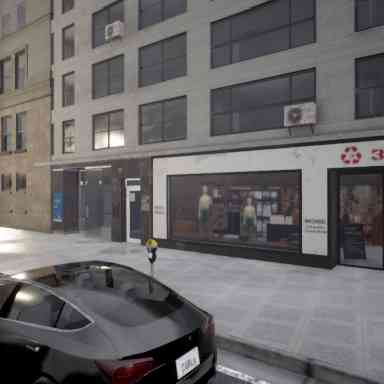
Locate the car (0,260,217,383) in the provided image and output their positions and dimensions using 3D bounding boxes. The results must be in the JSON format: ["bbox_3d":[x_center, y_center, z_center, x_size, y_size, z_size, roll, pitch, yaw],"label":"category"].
[{"bbox_3d":[-1.725,1.566,4.200,4.313,1.339,1.947,0,0,36],"label":"car"}]
